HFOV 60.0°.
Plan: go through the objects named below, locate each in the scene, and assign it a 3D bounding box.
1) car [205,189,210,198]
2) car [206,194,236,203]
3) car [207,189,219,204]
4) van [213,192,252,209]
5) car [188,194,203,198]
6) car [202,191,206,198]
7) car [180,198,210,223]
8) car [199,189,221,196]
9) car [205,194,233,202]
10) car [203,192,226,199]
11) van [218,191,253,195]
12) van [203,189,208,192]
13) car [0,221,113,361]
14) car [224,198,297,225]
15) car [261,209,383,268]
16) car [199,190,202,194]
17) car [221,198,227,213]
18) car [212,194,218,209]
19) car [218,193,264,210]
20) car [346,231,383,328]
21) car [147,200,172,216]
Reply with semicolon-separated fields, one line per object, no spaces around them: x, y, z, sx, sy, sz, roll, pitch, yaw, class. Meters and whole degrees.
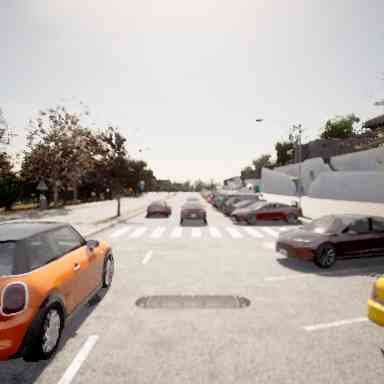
5.097;1.006;43.938;5.566;2.045;2.435;1;0;-20;car
5.093;1.140;58.864;4.792;1.488;2.163;1;1;-20;car
5.047;1.039;37.942;5.566;2.045;2.435;1;1;-20;car
4.963;1.047;40.895;4.442;1.987;1.878;1;1;-20;van
0.090;1.307;41.609;1.812;1.442;4.674;0;0;0;car
4.895;1.142;55.795;5.366;1.575;1.946;1;1;-20;car
0.099;1.404;24.242;1.812;1.442;4.674;0;0;0;car
5.094;0.211;94.653;5.566;2.045;2.435;0;1;-20;car
5.061;1.104;61.836;4.674;1.452;2.002;0;1;-20;car
5.092;0.816;76.765;4.792;1.488;2.163;0;1;-20;car
5.180;1.100;32.034;4.442;1.987;1.878;1;0;-20;van
4.961;0.792;64.764;4.442;1.987;1.878;0;1;-20;van
-2.900;1.310;6.040;2.097;1.767;4.553;0;1;0;car
5.043;1.403;23.009;4.792;1.488;2.163;1;1;-20;car
5.044;1.470;11.004;4.792;1.488;2.163;1;1;-20;car
4.892;0.843;73.703;5.366;1.575;1.946;0;2;-20;car
5.064;1.397;26.028;4.674;1.452;2.002;1;0;-20;car
5.062;1.309;34.975;4.892;1.521;2.231;1;0;-20;car
5.041;1.215;28.999;4.553;1.767;2.185;1;0;-20;car
5.242;1.470;5.080;5.366;1.575;1.946;1;0;-20;car
-2.902;1.410;29.987;1.994;1.385;4.181;0;0;0;car
